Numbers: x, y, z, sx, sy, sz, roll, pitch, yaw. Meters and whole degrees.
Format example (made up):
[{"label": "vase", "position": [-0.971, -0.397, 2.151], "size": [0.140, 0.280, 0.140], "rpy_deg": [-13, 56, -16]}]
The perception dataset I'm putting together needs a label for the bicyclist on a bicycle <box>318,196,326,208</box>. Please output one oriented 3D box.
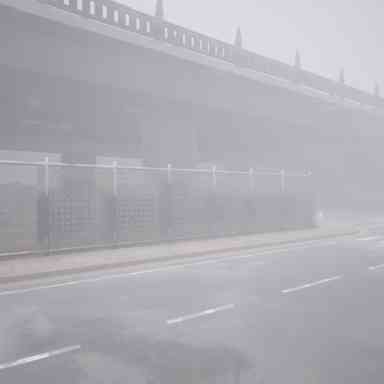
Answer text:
[{"label": "bicyclist on a bicycle", "position": [16.684, 1.301, 42.717], "size": [1.656, 1.620, 0.582], "rpy_deg": [0, 0, -36]}]
